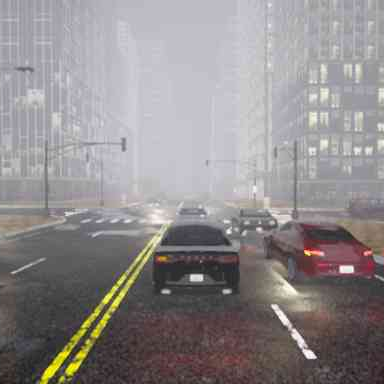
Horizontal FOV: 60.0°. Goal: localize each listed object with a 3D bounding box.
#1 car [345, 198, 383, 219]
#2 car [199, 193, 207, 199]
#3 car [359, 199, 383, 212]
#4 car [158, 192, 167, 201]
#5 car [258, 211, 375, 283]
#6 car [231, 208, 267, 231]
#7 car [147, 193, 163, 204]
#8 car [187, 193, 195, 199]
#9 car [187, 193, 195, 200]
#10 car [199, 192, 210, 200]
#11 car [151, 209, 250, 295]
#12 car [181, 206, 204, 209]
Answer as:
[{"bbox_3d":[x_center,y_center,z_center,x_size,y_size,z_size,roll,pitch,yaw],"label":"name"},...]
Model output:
[{"bbox_3d":[16.129,1.433,29.300,5.009,1.841,2.192,1,1,1],"label":"car"},{"bbox_3d":[3.027,1.003,90.474,2.128,1.511,4.902,0,0,0],"label":"car"},{"bbox_3d":[21.717,1.533,37.601,4.829,1.417,1.752,1,1,1],"label":"car"},{"bbox_3d":[-6.682,0.946,73.589,2.150,2.045,5.566,0,0,0],"label":"car"},{"bbox_3d":[3.327,1.493,9.449,1.812,1.442,4.674,0,0,0],"label":"car"},{"bbox_3d":[3.304,1.536,18.568,1.895,1.301,4.718,0,0,0],"label":"car"},{"bbox_3d":[-6.710,1.349,58.292,1.994,1.385,4.181,0,0,0],"label":"car"},{"bbox_3d":[-0.223,1.003,90.467,2.128,1.511,4.902,0,0,0],"label":"car"},{"bbox_3d":[-0.197,1.162,80.050,1.882,1.535,5.008,0,0,0],"label":"car"},{"bbox_3d":[3.053,0.909,80.086,2.150,2.045,5.566,0,0,0],"label":"car"},{"bbox_3d":[0.074,1.448,8.687,1.882,1.535,5.008,0,0,0],"label":"car"},{"bbox_3d":[0.052,1.483,18.508,2.033,1.411,5.357,0,0,0],"label":"car"}]
